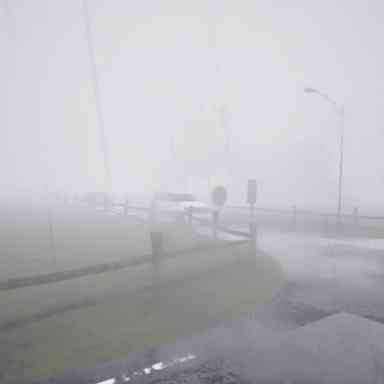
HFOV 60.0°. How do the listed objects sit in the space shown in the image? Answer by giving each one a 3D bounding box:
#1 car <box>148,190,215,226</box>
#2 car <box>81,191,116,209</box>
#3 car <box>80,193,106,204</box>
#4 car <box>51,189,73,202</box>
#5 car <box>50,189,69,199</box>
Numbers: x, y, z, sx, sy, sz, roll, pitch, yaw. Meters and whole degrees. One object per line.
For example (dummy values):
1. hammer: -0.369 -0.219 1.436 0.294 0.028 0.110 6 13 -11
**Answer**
1. car: -0.817 0.954 21.253 2.150 2.045 5.566 2 1 -35
2. car: -9.250 0.750 33.273 2.097 1.767 4.553 2 0 -35
3. car: -13.183 0.819 44.004 1.895 1.301 4.718 2 0 -35
4. car: -17.838 0.607 45.605 2.033 1.411 5.357 2 0 -35
5. car: -23.383 0.299 58.538 1.882 1.535 5.008 2 0 -35
